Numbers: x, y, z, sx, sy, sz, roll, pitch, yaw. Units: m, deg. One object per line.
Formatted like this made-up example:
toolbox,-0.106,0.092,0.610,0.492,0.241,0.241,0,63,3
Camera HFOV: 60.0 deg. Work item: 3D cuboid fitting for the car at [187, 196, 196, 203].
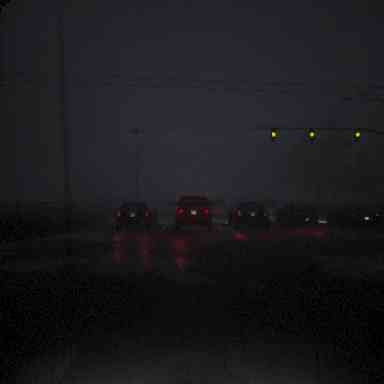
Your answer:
car,-0.003,1.592,72.548,1.895,1.301,4.718,0,0,0

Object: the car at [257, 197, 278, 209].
car,10.595,1.502,46.928,1.837,1.490,4.892,0,0,0

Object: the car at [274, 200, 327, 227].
car,7.098,1.490,22.929,2.128,1.511,4.902,0,0,0

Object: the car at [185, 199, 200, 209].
car,0.097,1.599,45.457,1.895,1.301,4.718,0,0,0

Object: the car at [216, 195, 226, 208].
car,3.596,1.502,46.960,1.837,1.490,4.892,0,0,0

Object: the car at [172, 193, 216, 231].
car,0.097,1.220,20.926,2.150,2.045,5.566,0,0,0

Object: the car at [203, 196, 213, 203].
car,3.497,1.592,72.584,1.895,1.301,4.718,0,0,0

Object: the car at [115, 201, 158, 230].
car,-3.402,1.351,21.218,2.097,1.767,4.553,0,0,0

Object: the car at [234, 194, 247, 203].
car,10.497,1.351,72.540,2.097,1.767,4.553,0,0,0

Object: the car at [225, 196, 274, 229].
car,3.598,1.351,21.811,2.097,1.767,4.553,0,0,0

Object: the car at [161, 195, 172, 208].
car,-3.402,1.475,48.505,1.882,1.535,5.008,0,0,0

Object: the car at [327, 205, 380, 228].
car,10.598,1.562,22.157,1.994,1.385,4.181,0,0,0

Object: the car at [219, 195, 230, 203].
car,6.997,1.496,72.609,1.837,1.490,4.892,0,0,0
